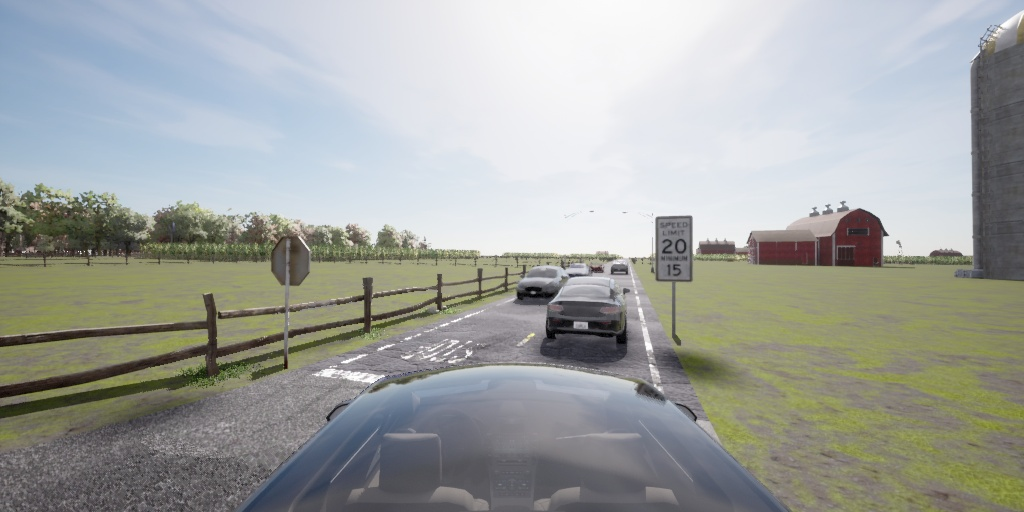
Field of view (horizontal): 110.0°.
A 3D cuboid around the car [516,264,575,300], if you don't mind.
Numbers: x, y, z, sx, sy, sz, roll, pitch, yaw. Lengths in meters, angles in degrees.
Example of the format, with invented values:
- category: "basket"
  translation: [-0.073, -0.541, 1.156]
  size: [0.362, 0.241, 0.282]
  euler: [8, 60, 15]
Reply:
- category: "car"
  translation: [1.630, 1.262, 17.359]
  size: [1.837, 1.490, 4.892]
  euler: [0, 1, 18]

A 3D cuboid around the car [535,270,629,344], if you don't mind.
- category: "car"
  translation: [2.139, 1.280, 9.665]
  size: [1.812, 1.442, 4.674]
  euler: [0, 0, 18]

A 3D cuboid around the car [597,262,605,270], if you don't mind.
- category: "car"
  translation: [10.322, 1.432, 43.986]
  size: [1.895, 1.301, 4.718]
  euler: [0, 0, 18]

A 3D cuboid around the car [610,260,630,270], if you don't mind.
- category: "car"
  translation: [12.333, 1.266, 41.052]
  size: [2.128, 1.511, 4.902]
  euler: [0, 0, 18]

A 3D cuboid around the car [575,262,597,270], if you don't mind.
- category: "car"
  translation: [5.431, 1.315, 29.128]
  size: [2.033, 1.411, 5.357]
  euler: [0, 0, 18]
